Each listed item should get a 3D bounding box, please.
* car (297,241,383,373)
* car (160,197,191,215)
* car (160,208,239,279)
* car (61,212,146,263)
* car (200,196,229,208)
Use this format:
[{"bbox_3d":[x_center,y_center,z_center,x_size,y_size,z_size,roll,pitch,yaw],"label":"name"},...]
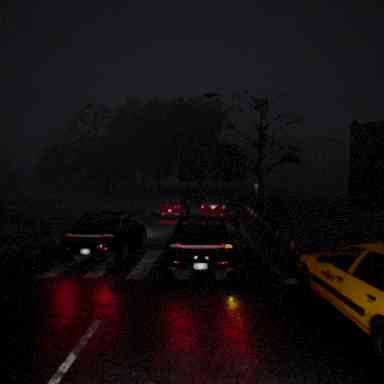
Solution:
[{"bbox_3d":[3.232,1.454,5.380,1.946,1.575,5.366,0,0,0],"label":"car"},{"bbox_3d":[-1.301,1.171,27.363,1.882,1.535,5.008,1,2,8],"label":"car"},{"bbox_3d":[0.296,1.448,9.909,2.128,1.511,4.902,0,0,2],"label":"car"},{"bbox_3d":[-2.872,1.433,11.722,2.128,1.511,4.902,0,0,3],"label":"car"},{"bbox_3d":[1.863,1.089,26.496,2.097,1.767,4.553,1,2,8],"label":"car"}]
